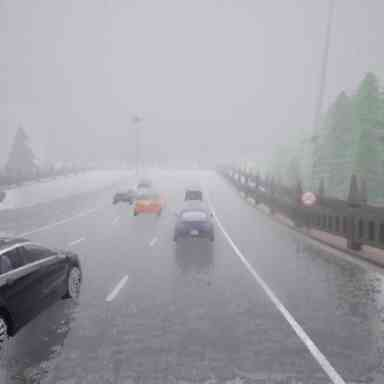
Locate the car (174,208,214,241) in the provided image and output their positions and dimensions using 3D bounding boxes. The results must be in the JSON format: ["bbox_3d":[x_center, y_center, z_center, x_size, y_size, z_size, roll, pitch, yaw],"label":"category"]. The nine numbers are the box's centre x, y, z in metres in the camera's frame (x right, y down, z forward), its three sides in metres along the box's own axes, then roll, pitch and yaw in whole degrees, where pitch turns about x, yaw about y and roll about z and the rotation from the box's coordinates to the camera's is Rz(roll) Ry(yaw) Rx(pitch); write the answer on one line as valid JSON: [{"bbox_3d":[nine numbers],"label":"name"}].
[{"bbox_3d":[0.104,1.507,16.483,1.812,1.442,4.674,0,2,0],"label":"car"}]

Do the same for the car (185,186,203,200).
[{"bbox_3d":[0.206,-0.004,37.726,1.882,1.535,5.008,0,7,0],"label":"car"}]

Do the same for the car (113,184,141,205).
[{"bbox_3d":[-6.813,0.397,34.270,1.837,1.490,4.892,0,5,0],"label":"car"}]

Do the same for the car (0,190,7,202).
[{"bbox_3d":[-20.917,0.445,33.808,2.128,1.511,4.902,0,6,0],"label":"car"}]

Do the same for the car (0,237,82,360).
[{"bbox_3d":[-3.398,1.513,5.596,2.128,1.511,4.902,0,0,0],"label":"car"}]

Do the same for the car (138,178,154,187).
[{"bbox_3d":[-6.826,-1.309,49.172,2.033,1.411,5.357,0,7,0],"label":"car"}]

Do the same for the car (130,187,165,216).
[{"bbox_3d":[-3.352,0.844,27.073,2.097,1.767,4.553,0,4,0],"label":"car"}]
